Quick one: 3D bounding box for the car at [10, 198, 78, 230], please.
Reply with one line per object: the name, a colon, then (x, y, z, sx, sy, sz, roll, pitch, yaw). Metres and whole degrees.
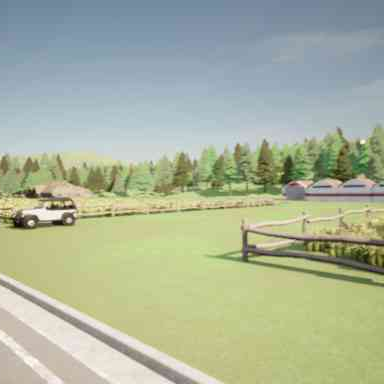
car: (-9.214, 1.314, 21.143, 1.905, 1.878, 3.866, -1, 0, 44)
